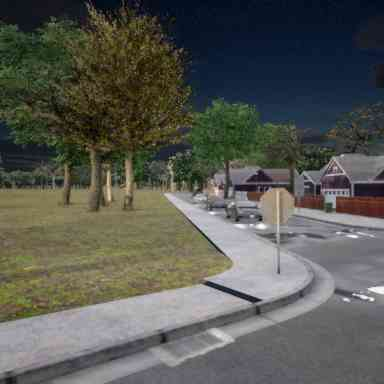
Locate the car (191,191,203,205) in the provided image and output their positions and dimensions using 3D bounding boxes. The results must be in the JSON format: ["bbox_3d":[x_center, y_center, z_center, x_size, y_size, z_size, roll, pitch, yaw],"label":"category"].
[{"bbox_3d":[1.189,0.981,47.257,1.812,1.442,4.674,-1,1,-6],"label":"car"}]

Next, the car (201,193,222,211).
[{"bbox_3d":[2.494,1.129,34.918,1.837,1.490,4.892,-1,1,-6],"label":"car"}]

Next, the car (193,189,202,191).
[{"bbox_3d":[1.116,0.237,74.591,2.150,2.045,5.566,-1,1,-6],"label":"car"}]

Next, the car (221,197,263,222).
[{"bbox_3d":[3.664,1.295,23.969,1.812,1.442,4.674,-1,1,-6],"label":"car"}]
